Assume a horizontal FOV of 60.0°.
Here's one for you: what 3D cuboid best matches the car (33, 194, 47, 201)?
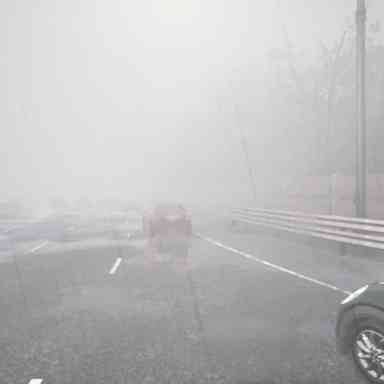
[{"bbox_3d":[-38.246,1.360,83.865,4.553,1.767,2.097,0,0,42],"label":"car"}]

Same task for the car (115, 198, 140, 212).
[{"bbox_3d":[-7.234,1.547,38.364,2.033,1.411,5.357,0,0,-21],"label":"car"}]

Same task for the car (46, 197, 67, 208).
[{"bbox_3d":[-19.891,1.494,49.596,2.128,1.511,4.902,0,0,-30],"label":"car"}]

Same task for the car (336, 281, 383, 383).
[{"bbox_3d":[3.603,1.351,2.942,2.097,1.767,4.553,0,0,-24],"label":"car"}]

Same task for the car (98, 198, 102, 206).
[{"bbox_3d":[-13.411,1.478,52.567,1.882,1.535,5.008,0,0,-31],"label":"car"}]

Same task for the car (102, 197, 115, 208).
[{"bbox_3d":[-11.186,1.548,47.894,2.033,1.411,5.357,0,0,-23],"label":"car"}]

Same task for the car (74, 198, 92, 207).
[{"bbox_3d":[-16.820,1.549,51.274,2.033,1.411,5.357,0,0,-30],"label":"car"}]

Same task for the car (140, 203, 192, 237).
[{"bbox_3d":[-1.474,1.351,18.284,2.097,1.767,4.553,0,0,-14],"label":"car"}]
